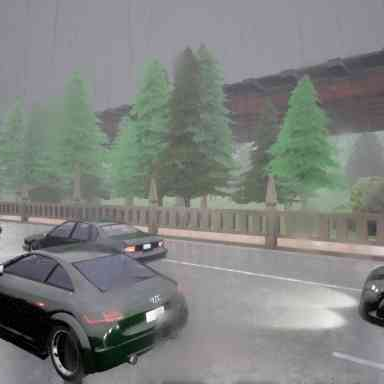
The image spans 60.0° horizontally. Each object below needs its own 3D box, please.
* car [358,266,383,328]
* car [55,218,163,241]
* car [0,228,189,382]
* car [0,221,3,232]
[{"bbox_3d":[4.793,1.564,4.869,4.181,1.385,1.994,0,0,36],"label":"car"},{"bbox_3d":[-3.273,1.547,10.648,5.357,1.411,2.033,0,0,36],"label":"car"},{"bbox_3d":[-2.113,1.564,5.511,4.181,1.385,1.994,0,0,35],"label":"car"},{"bbox_3d":[-11.420,1.547,16.467,5.357,1.411,2.033,0,0,36],"label":"car"}]
